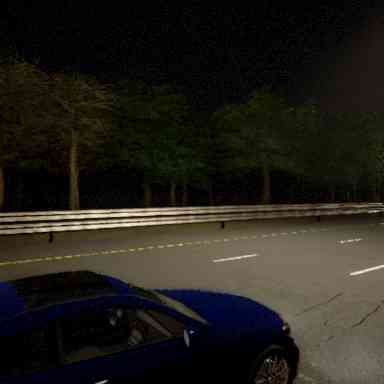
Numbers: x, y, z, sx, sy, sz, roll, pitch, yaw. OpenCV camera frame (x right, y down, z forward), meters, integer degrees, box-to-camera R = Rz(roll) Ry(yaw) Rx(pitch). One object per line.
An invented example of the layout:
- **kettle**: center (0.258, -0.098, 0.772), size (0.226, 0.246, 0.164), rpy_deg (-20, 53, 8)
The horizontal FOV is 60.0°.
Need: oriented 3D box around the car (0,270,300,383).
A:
- **car**: center (-0.973, 1.527, 3.174), size (4.674, 1.442, 1.812), rpy_deg (0, 0, -36)
